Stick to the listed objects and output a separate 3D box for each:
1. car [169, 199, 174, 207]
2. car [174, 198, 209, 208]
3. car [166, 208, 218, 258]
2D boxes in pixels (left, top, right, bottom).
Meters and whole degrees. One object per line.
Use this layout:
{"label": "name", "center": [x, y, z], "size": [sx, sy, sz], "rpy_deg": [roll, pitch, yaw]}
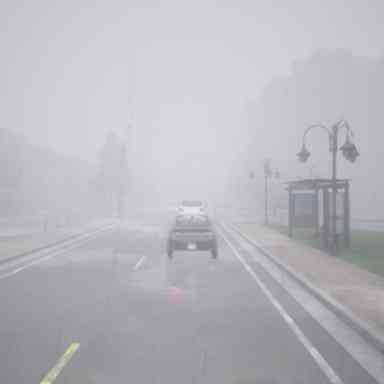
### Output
{"label": "car", "center": [-3.520, 2.237, 66.794], "size": [2.128, 1.511, 4.902], "rpy_deg": [0, -1, 0]}
{"label": "car", "center": [0.163, 1.529, 27.512], "size": [2.150, 2.045, 5.566], "rpy_deg": [0, 0, 5]}
{"label": "car", "center": [0.021, 1.643, 13.490], "size": [2.128, 1.511, 4.902], "rpy_deg": [0, 0, 1]}
